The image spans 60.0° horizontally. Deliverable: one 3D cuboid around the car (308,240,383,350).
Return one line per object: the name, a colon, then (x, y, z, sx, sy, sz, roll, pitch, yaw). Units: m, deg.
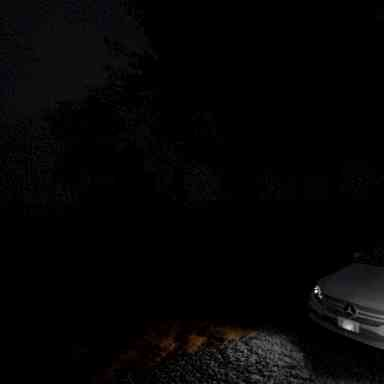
car: (4.032, 1.526, 5.781, 4.674, 1.442, 1.812, 0, 0, -34)
